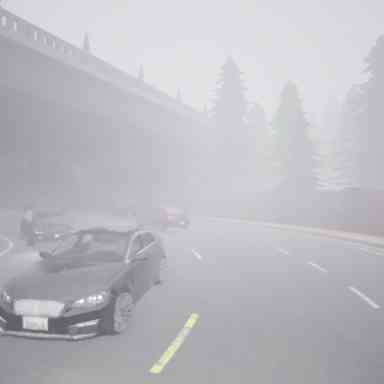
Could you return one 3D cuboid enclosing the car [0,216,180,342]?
[{"bbox_3d":[-1.788,1.516,6.905,2.128,1.511,4.902,1,0,7],"label":"car"}]

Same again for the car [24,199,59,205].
[{"bbox_3d":[-14.539,1.676,32.602,4.718,1.301,1.895,0,0,33],"label":"car"}]

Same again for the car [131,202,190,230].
[{"bbox_3d":[-1.895,1.622,21.228,1.812,1.442,4.674,1,-1,-35],"label":"car"}]

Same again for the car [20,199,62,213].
[{"bbox_3d":[-17.356,1.590,38.139,4.892,1.490,1.837,0,0,30],"label":"car"}]

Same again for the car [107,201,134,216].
[{"bbox_3d":[-5.813,1.622,30.201,4.892,1.490,1.837,0,-1,42],"label":"car"}]

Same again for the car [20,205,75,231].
[{"bbox_3d":[-6.755,1.542,15.446,1.837,1.490,4.892,2,-1,-33],"label":"car"}]
